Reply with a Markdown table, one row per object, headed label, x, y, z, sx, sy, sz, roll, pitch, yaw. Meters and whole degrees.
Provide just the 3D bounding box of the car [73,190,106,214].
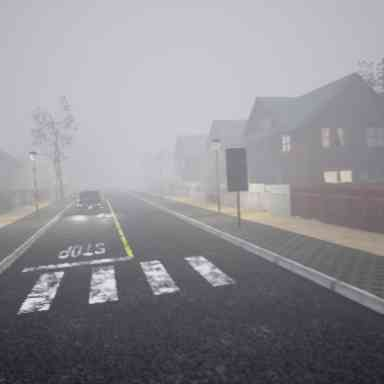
| label | x | y | z | sx | sy | sz | roll | pitch | yaw |
| --- | --- | --- | --- | --- | --- | --- | --- | --- | --- |
| car | -7.289 | 0.646 | 23.907 | 1.837 | 1.490 | 4.892 | -4 | 4 | -16 |
